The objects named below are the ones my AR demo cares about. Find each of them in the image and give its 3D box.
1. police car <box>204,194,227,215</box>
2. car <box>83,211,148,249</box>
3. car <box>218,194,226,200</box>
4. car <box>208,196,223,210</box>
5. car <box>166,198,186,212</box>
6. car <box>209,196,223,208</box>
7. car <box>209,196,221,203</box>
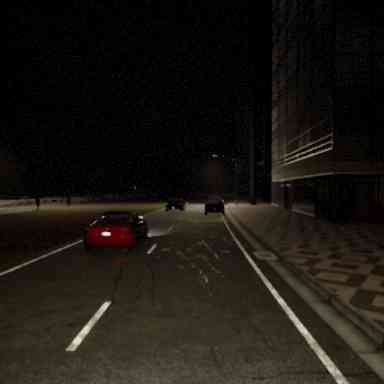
[{"bbox_3d":[2.231,1.355,32.828,1.930,1.638,5.238,0,0,4],"label":"police car"},{"bbox_3d":[-3.122,1.525,14.350,1.994,1.385,4.181,0,0,2],"label":"car"},{"bbox_3d":[7.863,1.227,86.853,1.837,1.490,4.892,0,0,10],"label":"car"},{"bbox_3d":[3.021,1.371,42.750,1.801,1.575,5.366,0,0,5],"label":"car"},{"bbox_3d":[-1.809,1.421,38.043,1.837,1.490,4.892,0,0,4],"label":"car"},{"bbox_3d":[3.566,1.387,48.460,1.882,1.535,5.008,0,0,6],"label":"car"},{"bbox_3d":[4.596,1.451,66.288,2.033,1.411,5.357,0,0,8],"label":"car"}]
